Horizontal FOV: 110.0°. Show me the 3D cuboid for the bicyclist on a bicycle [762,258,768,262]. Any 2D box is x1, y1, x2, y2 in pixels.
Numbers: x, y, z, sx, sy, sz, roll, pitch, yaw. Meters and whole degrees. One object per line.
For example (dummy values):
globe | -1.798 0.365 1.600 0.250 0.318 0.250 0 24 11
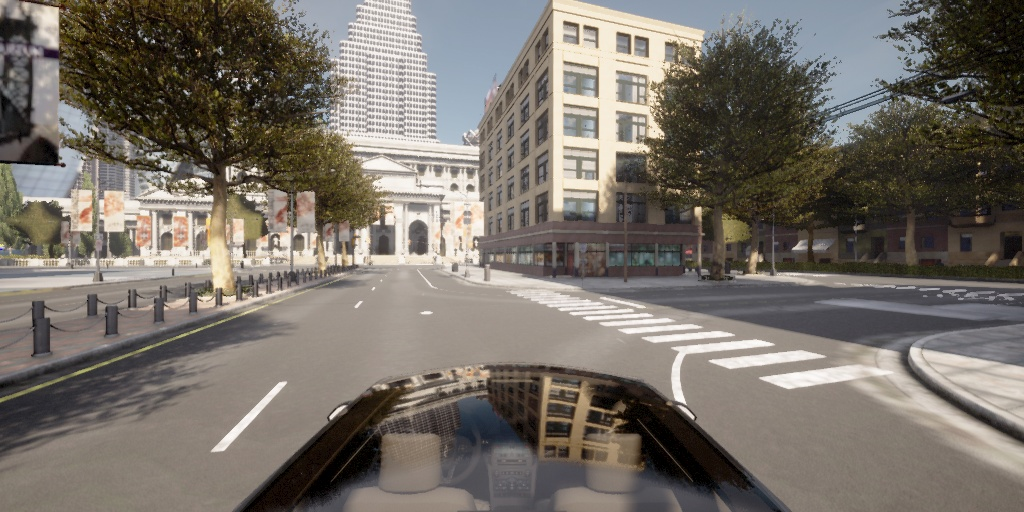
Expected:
bicyclist on a bicycle | 36.143 1.049 51.207 1.656 1.620 0.582 0 0 -17
